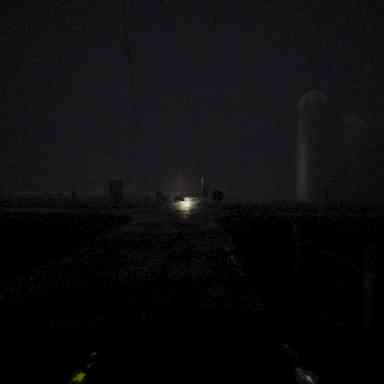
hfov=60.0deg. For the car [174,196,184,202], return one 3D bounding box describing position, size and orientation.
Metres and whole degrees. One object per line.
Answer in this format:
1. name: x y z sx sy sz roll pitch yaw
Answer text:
1. car: -2.737 1.433 70.262 1.994 1.385 4.181 0 0 0
